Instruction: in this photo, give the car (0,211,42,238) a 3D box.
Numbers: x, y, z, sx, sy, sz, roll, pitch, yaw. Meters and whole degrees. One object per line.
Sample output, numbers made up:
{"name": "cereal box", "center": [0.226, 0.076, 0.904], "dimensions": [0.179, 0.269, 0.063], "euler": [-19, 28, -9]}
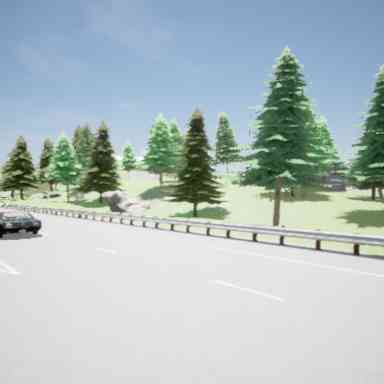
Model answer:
{"name": "car", "center": [-10.015, 1.702, 18.451], "dimensions": [1.895, 1.301, 4.718], "euler": [-1, 0, -42]}
